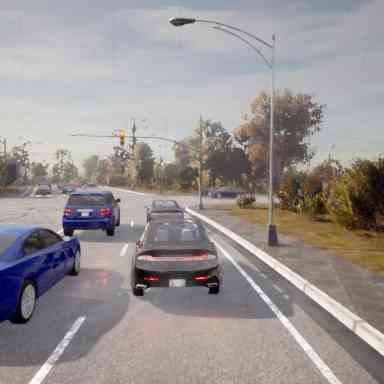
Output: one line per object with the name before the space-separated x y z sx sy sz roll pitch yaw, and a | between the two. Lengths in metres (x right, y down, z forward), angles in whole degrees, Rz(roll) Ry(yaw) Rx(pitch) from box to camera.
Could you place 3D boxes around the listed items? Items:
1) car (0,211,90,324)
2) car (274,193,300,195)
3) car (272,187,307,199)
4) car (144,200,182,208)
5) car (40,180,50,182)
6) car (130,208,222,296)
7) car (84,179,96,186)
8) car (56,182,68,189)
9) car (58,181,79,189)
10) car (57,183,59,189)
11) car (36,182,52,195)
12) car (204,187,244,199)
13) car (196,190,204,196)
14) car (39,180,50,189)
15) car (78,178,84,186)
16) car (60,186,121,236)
car | -3.811 1.424 7.033 1.882 1.535 5.008 0 1 -4
car | 14.487 0.347 47.503 4.718 1.301 1.895 2 2 -21
car | 15.157 0.123 51.503 5.008 1.535 1.882 2 2 -21
car | -1.512 1.158 17.809 2.128 1.511 4.902 0 2 -8
car | -27.260 -1.235 61.657 2.150 2.045 5.566 -1 3 -24
car | -0.441 1.407 8.494 2.128 1.511 4.902 0 1 -4
car | -25.240 -1.851 82.652 1.895 1.301 4.718 -1 3 -24
car | -28.090 -1.424 72.011 2.128 1.511 4.902 -1 3 -24
car | -19.495 -0.517 52.539 2.128 1.511 4.902 -1 3 -23
car | -23.637 -0.976 62.115 1.837 1.490 4.892 -1 3 -24
car | -22.230 -0.358 49.992 1.812 1.442 4.674 -1 3 -23
car | 4.496 0.076 43.645 4.892 1.490 1.837 0 3 -21
car | 2.994 0.007 46.839 4.718 1.301 1.895 0 3 -20
car | -31.438 -1.540 70.912 2.097 1.767 4.553 -1 3 -24
car | -28.401 -2.018 81.138 2.097 1.767 4.553 -1 3 -24
car | -4.845 0.936 16.591 2.150 2.045 5.566 0 2 -8
